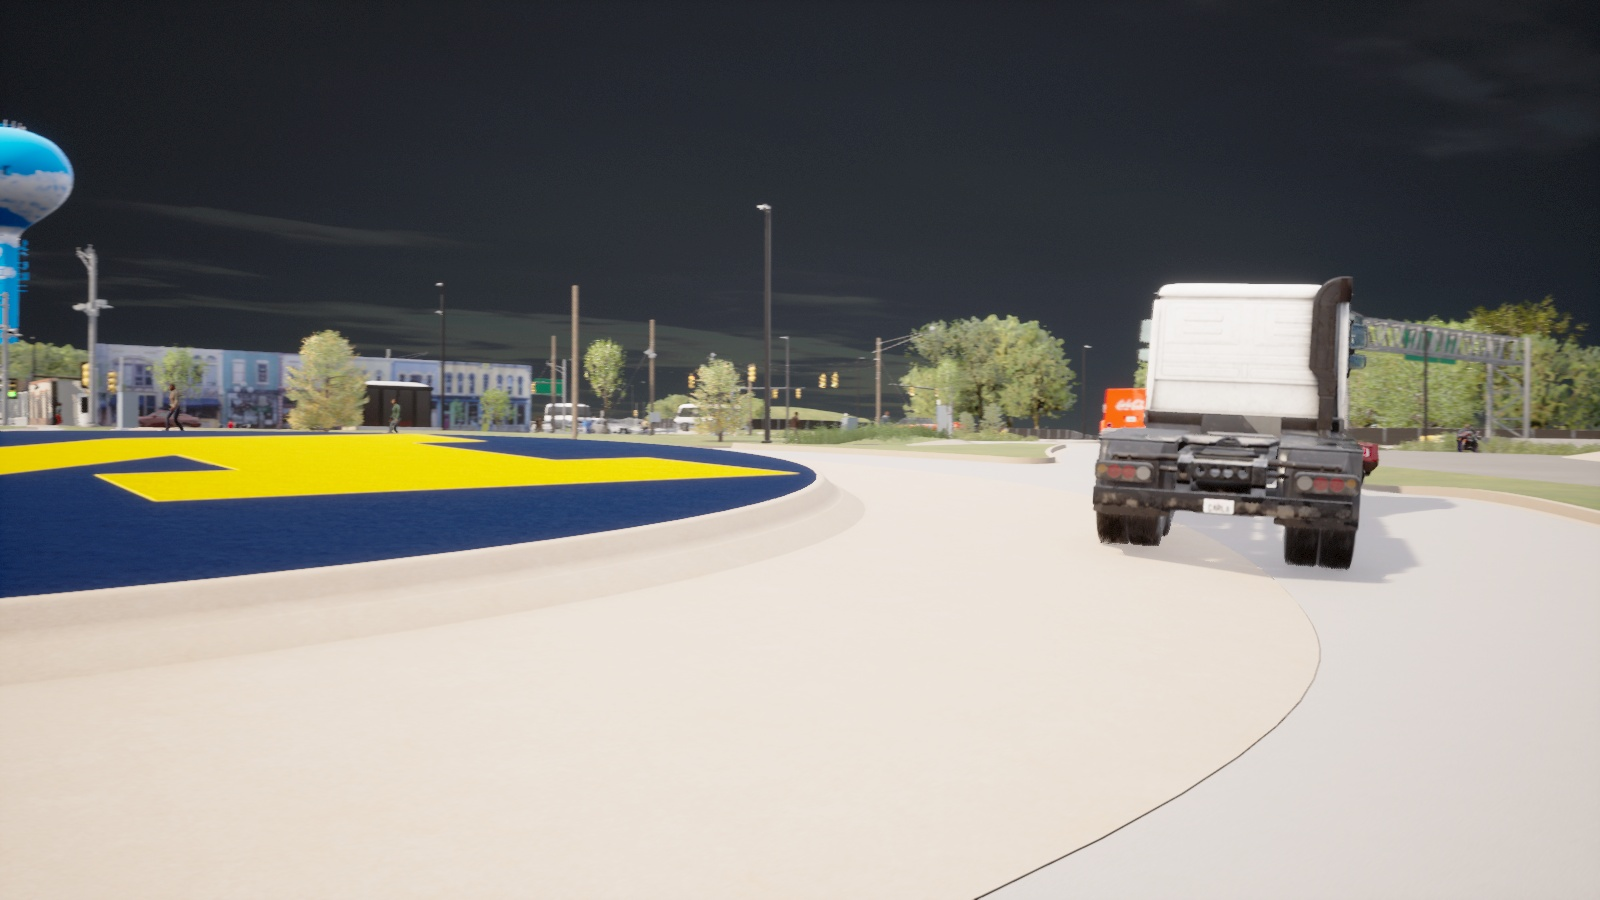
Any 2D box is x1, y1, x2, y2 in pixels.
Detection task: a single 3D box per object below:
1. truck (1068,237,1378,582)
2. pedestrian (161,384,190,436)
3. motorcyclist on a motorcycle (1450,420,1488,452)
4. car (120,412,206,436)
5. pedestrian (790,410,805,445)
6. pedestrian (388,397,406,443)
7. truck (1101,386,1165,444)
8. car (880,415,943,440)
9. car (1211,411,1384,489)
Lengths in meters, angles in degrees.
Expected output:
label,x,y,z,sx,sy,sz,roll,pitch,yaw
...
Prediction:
label,x,y,z,sx,sy,sz,roll,pitch,yaw
truck,5.757,-0.716,16.788,2.891,3.462,7.936,3,5,21
pedestrian,-22.034,-1.404,44.312,0.328,1.805,0.869,0,0,36
motorcyclist on a motorcycle,34.084,-0.710,63.960,2.191,1.530,0.866,1,0,-37
car,-41.053,-1.642,80.963,4.674,1.442,1.812,1,-1,-38
pedestrian,-0.126,-1.187,66.415,0.703,1.840,0.431,0,0,-34
pedestrian,-16.266,-1.191,50.680,0.353,1.847,0.614,0,0,45
truck,14.834,-1.519,55.999,2.627,2.467,5.204,0,1,15
car,8.206,-1.638,92.751,2.097,1.767,4.553,0,1,-37
car,9.831,0.031,25.217,1.895,1.301,4.718,3,0,5
